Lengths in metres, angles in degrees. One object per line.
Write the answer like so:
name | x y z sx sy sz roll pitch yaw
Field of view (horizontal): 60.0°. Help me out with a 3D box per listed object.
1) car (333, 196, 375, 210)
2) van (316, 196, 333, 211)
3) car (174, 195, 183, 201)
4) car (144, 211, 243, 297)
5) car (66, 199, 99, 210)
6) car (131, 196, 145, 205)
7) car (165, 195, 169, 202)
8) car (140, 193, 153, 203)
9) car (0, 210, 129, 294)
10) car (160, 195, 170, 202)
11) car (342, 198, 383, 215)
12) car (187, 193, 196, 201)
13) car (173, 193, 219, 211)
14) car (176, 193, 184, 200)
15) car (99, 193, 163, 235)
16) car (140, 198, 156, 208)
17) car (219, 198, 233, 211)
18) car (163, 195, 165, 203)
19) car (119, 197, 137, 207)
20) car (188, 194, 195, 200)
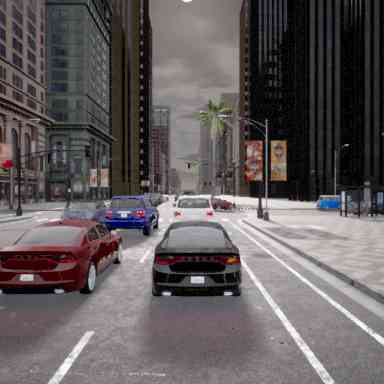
car | 18.833 1.484 37.181 4.892 1.490 1.837 0 0 0
van | 17.033 1.314 39.840 3.998 1.788 1.690 0 0 0
car | -3.317 1.496 81.677 1.837 1.490 4.892 0 0 0
car | 0.092 1.477 8.648 1.882 1.535 5.008 0 0 0
car | -6.614 1.351 20.837 2.097 1.767 4.553 0 0 1
car | -9.863 1.528 61.513 1.812 1.442 4.674 0 0 0
car | -6.558 1.598 70.459 1.895 1.301 4.718 0 0 0
car | -9.810 1.229 71.911 2.150 2.045 5.566 0 0 0
car | -3.157 1.477 8.800 1.882 1.535 5.008 0 0 0
car | -6.566 1.529 80.654 2.128 1.511 4.902 0 0 0
car | 17.044 1.548 31.316 4.403 1.369 2.008 0 0 0
car | -0.068 1.222 82.127 2.150 2.045 5.566 0 0 0
car | 0.086 1.221 18.607 2.150 2.045 5.566 0 0 0
car | -3.326 1.193 92.067 2.097 1.767 4.553 0 0 0
car | -3.194 1.221 18.664 2.150 2.045 5.566 0 0 2
car | -6.620 1.602 50.620 1.895 1.301 4.718 0 0 -1
car | 2.528 1.473 39.955 5.008 1.535 1.882 0 2 37
car | -6.621 1.224 60.388 2.150 2.045 5.566 0 0 1
car | -9.926 1.493 51.868 2.128 1.511 4.902 0 0 -3
car | -0.076 1.395 92.516 2.033 1.411 5.357 0 0 0
